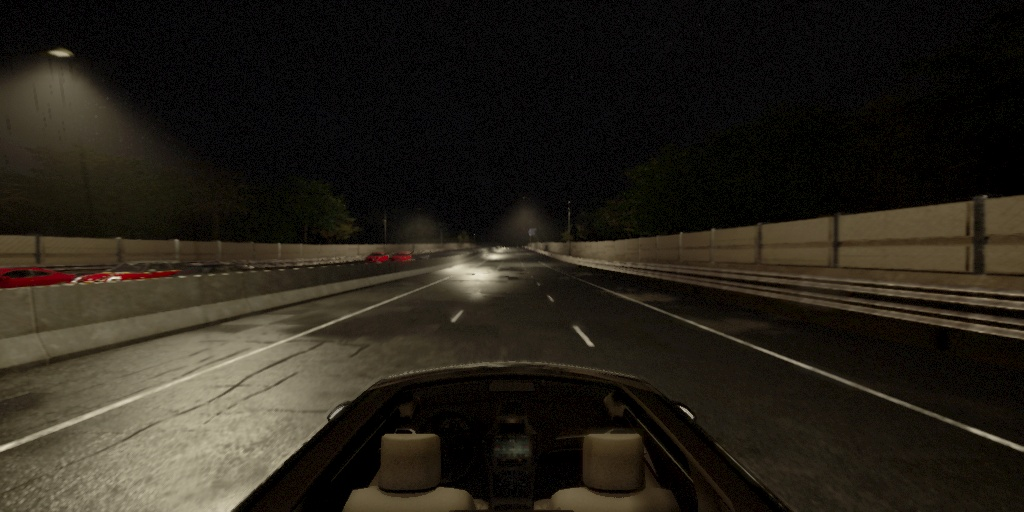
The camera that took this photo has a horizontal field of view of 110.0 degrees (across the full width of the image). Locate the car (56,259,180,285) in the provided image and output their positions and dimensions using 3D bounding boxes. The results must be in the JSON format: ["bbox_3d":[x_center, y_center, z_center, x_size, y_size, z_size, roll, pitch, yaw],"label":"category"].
[{"bbox_3d":[-17.597,1.005,17.012,2.097,1.767,4.553,0,1,0],"label":"car"}]

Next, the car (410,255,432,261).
[{"bbox_3d":[-14.053,0.653,57.260,2.128,1.511,4.902,0,1,1],"label":"car"}]

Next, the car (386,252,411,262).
[{"bbox_3d":[-17.548,0.414,57.134,2.150,2.045,5.566,0,2,0],"label":"car"}]

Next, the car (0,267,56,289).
[{"bbox_3d":[-21.097,1.195,14.820,1.812,1.442,4.674,0,0,0],"label":"car"}]

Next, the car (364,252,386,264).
[{"bbox_3d":[-21.052,0.427,56.067,2.150,2.045,5.566,0,1,1],"label":"car"}]

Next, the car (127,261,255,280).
[{"bbox_3d":[-14.094,1.135,16.605,1.882,1.535,5.008,0,0,0],"label":"car"}]
